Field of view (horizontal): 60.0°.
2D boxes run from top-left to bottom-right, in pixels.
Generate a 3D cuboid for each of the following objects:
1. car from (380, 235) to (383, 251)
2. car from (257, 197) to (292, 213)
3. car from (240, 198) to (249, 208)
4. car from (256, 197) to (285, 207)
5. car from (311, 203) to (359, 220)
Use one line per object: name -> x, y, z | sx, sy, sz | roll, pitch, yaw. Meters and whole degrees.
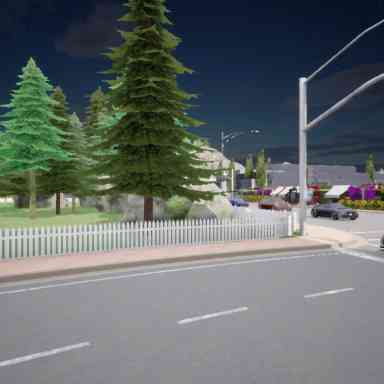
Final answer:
car -> 8.840, 1.522, 11.482 | 4.892, 1.490, 1.837 | 1, 0, -18
car -> 9.337, 1.408, 37.718 | 2.097, 1.767, 4.553 | 0, 0, -16
car -> 6.409, 1.533, 47.613 | 1.882, 1.535, 5.008 | 0, 0, -17
car -> 12.370, 1.603, 52.803 | 2.033, 1.411, 5.357 | 0, 0, -17
car -> 12.090, 1.619, 28.427 | 1.994, 1.385, 4.181 | 0, 0, -16
